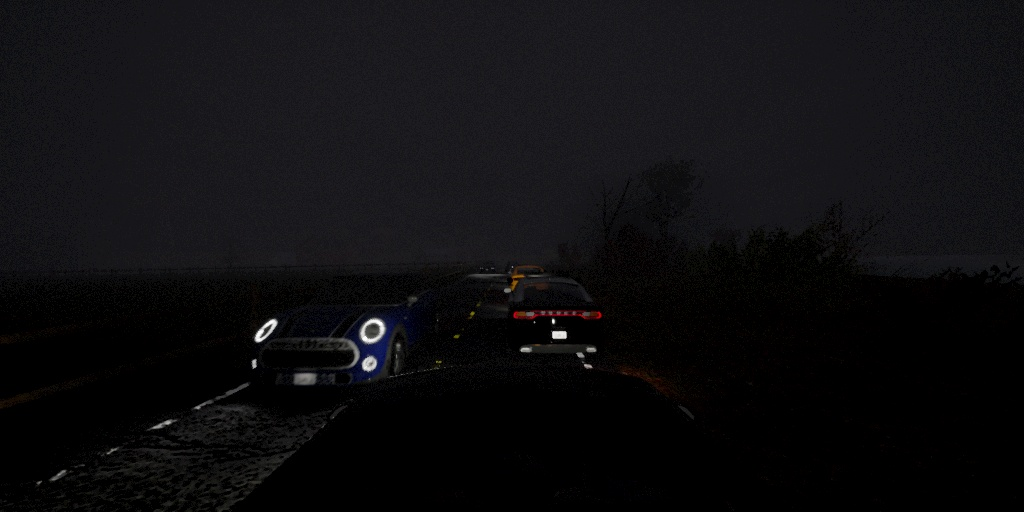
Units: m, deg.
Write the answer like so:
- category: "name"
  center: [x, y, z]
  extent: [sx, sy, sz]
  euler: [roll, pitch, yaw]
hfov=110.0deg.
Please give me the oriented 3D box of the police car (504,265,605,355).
- category: "police car"
  center: [0.829, 1.173, 8.839]
  extent: [1.930, 1.638, 5.238]
  euler: [0, 0, 0]

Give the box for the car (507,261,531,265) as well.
- category: "car"
  center: [0.836, 1.226, 18.729]
  extent: [1.882, 1.535, 5.008]
  euler: [0, 0, 0]

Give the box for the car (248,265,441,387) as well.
- category: "car"
  center: [-2.849, 1.100, 7.179]
  extent: [2.097, 1.767, 4.553]
  euler: [0, 0, 0]

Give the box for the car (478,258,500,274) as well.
- category: "car"
  center: [-2.727, 1.264, 41.384]
  extent: [1.837, 1.490, 4.892]
  euler: [0, 0, 0]

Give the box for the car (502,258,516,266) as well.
- category: "car"
  center: [0.072, 1.329, 46.627]
  extent: [1.994, 1.385, 4.181]
  euler: [0, 0, 0]
